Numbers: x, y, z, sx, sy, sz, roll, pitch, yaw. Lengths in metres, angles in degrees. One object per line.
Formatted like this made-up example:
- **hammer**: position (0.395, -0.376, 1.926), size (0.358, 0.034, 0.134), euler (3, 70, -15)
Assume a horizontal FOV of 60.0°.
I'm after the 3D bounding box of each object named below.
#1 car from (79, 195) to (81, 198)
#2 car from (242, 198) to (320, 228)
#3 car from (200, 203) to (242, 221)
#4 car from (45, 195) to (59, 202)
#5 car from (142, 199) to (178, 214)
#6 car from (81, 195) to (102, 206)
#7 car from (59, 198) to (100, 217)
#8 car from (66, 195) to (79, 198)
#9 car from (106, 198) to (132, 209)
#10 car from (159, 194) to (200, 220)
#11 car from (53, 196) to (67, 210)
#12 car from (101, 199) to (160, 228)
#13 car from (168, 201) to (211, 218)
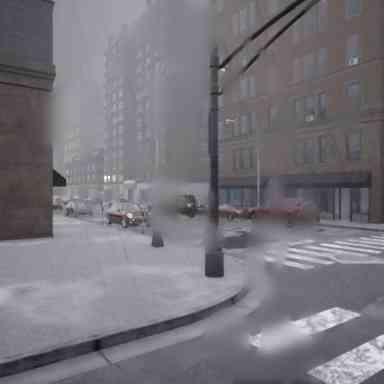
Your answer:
- **car**: position (-20.017, 1.296, 59.616), size (2.097, 1.767, 4.553), euler (0, 0, -35)
- **car**: position (6.033, 1.308, 22.176), size (2.192, 1.841, 5.009), euler (0, 0, -35)
- **car**: position (2.853, 1.570, 26.693), size (1.802, 1.307, 4.206), euler (0, 0, -35)
- **car**: position (-32.127, 1.469, 76.374), size (2.008, 1.369, 4.403), euler (0, 0, -35)
- **car**: position (-3.507, 1.528, 35.726), size (2.008, 1.369, 4.403), euler (0, 0, -35)
- **car**: position (-15.977, 1.456, 53.936), size (1.837, 1.490, 4.892), euler (0, 0, -35)
- **car**: position (-10.465, 1.529, 30.799), size (2.008, 1.369, 4.403), euler (0, 0, -35)
- **car**: position (-20.910, 1.473, 55.650), size (1.812, 1.442, 4.674), euler (0, 0, -35)
- **car**: position (-9.867, 1.531, 44.759), size (1.947, 1.339, 4.313), euler (0, 0, -35)
- **car**: position (-1.730, 1.206, 28.410), size (2.150, 2.045, 5.566), euler (0, 0, -35)
- **car**: position (-16.827, 1.511, 39.835), size (1.887, 1.381, 4.507), euler (0, 0, -35)
- **car**: position (-4.103, 1.429, 21.763), size (1.967, 1.590, 4.097), euler (0, 0, -35)
- **car**: position (-0.327, 1.548, 31.209), size (1.947, 1.339, 4.313), euler (0, 0, -35)
